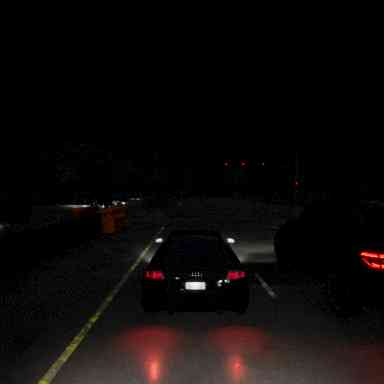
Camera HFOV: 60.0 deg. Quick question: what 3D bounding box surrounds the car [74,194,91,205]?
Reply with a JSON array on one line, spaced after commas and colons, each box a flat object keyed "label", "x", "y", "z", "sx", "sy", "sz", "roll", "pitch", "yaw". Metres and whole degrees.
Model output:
[{"label": "car", "x": -17.853, "y": 1.180, "z": 54.946, "sx": 2.097, "sy": 1.767, "sz": 4.553, "roll": 0, "pitch": 0, "yaw": 0}]

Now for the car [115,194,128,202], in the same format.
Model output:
[{"label": "car", "x": -14.343, "y": 1.297, "z": 67.844, "sx": 1.812, "sy": 1.442, "sz": 4.674, "roll": 0, "pitch": 0, "yaw": 0}]

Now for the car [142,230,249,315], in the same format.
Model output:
[{"label": "car", "x": 0.067, "y": 1.563, "z": 7.668, "sx": 1.994, "sy": 1.385, "sz": 4.181, "roll": 0, "pitch": 0, "yaw": 0}]

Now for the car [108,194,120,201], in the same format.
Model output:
[{"label": "car", "x": -17.897, "y": 1.256, "z": 76.709, "sx": 1.812, "sy": 1.442, "sz": 4.674, "roll": 0, "pitch": 0, "yaw": 0}]

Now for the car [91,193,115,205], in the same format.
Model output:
[{"label": "car", "x": -14.346, "y": 1.337, "z": 53.987, "sx": 1.837, "sy": 1.490, "sz": 4.892, "roll": 0, "pitch": 0, "yaw": 0}]

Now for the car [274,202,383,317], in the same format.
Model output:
[{"label": "car", "x": 3.589, "y": 1.221, "z": 7.598, "sx": 2.150, "sy": 2.045, "sz": 5.566, "roll": 0, "pitch": 0, "yaw": -2}]

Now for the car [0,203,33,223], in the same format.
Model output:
[{"label": "car", "x": -14.192, "y": 1.560, "z": 25.446, "sx": 1.895, "sy": 1.301, "sz": 4.718, "roll": 0, "pitch": 0, "yaw": 0}]
